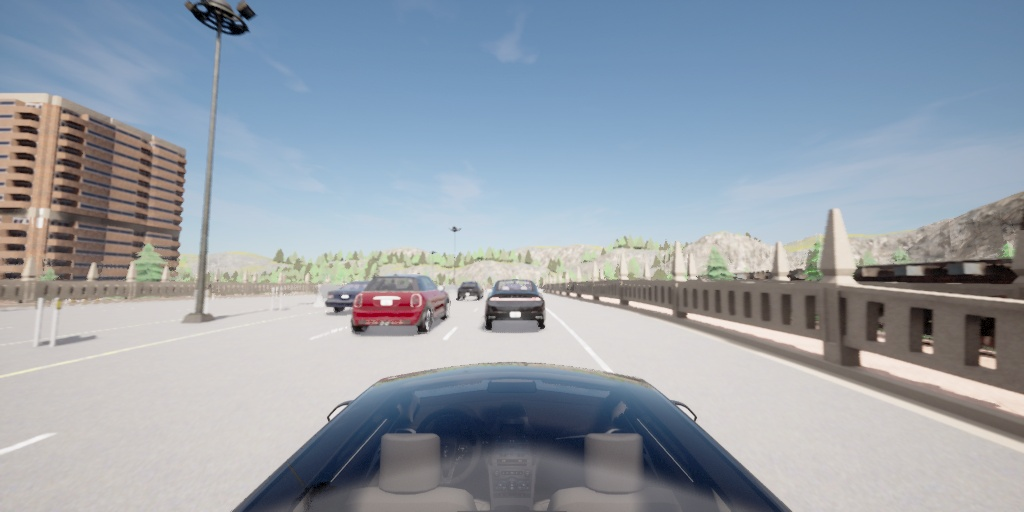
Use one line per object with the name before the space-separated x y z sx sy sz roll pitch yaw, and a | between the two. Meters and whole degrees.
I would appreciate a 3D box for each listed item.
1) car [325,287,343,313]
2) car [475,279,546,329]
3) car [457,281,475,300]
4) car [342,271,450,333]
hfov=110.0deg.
car | -6.908 1.908 17.331 2.033 1.411 5.357 0 -4 0
car | 0.095 1.553 12.472 2.128 1.511 4.902 0 -3 0
car | -3.415 2.893 30.022 1.837 1.490 4.892 0 -5 0
car | -3.405 1.382 11.854 2.097 1.767 4.553 0 -3 0
